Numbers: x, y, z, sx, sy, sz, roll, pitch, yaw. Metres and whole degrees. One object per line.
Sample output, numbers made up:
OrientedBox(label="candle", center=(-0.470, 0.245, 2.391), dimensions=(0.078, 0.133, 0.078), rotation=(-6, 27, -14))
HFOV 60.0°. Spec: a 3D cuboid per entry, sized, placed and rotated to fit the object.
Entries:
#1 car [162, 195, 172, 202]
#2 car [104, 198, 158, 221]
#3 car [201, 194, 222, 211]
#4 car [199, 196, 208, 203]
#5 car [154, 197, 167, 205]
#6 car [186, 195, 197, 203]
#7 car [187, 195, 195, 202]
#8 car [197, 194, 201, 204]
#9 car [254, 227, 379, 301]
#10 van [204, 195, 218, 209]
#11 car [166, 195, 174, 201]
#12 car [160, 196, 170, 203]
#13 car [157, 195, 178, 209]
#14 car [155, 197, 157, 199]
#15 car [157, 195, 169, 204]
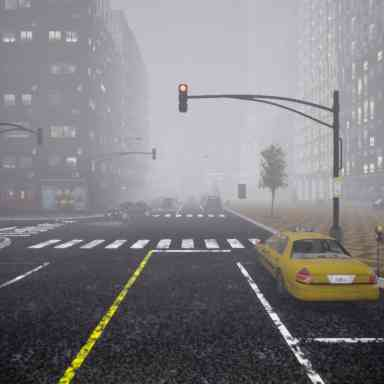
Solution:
OrientedBox(label="car", center=(-5.924, 1.517, 79.169), dimensions=(1.967, 1.590, 4.097), rotation=(0, 0, 0))
OrientedBox(label="car", center=(-5.316, 1.545, 28.316), dimensions=(1.837, 1.490, 4.892), rotation=(2, 1, 29))
OrientedBox(label="car", center=(2.568, 1.332, 40.507), dimensions=(2.192, 1.841, 5.009), rotation=(0, 0, 0))
OrientedBox(label="car", center=(2.473, 1.611, 73.667), dimensions=(1.887, 1.381, 4.507), rotation=(0, 0, 0))
OrientedBox(label="car", center=(-5.875, 1.592, 62.588), dimensions=(1.887, 1.381, 4.507), rotation=(0, 0, 0))
OrientedBox(label="car", center=(-0.202, 1.612, 69.692), dimensions=(1.994, 1.385, 4.181), rotation=(0, 0, 0))
OrientedBox(label="car", center=(-0.230, 1.469, 79.693), dimensions=(1.882, 1.535, 5.008), rotation=(0, 0, 0))
OrientedBox(label="car", center=(2.504, 1.362, 62.613), dimensions=(2.192, 1.841, 5.009), rotation=(0, 0, 0))
OrientedBox(label="car", center=(2.663, 1.526, 8.264), dimensions=(1.752, 1.417, 4.829), rotation=(0, 0, 0))
OrientedBox(label="van", center=(2.552, 1.364, 46.033), dimensions=(1.690, 1.788, 3.998), rotation=(0, 0, 0))
OrientedBox(label="car", center=(-5.954, 1.624, 90.052), dimensions=(1.752, 1.417, 4.829), rotation=(0, 0, 0))
OrientedBox(label="car", center=(-5.907, 1.648, 73.643), dimensions=(1.802, 1.307, 4.206), rotation=(0, 0, 0))
OrientedBox(label="car", center=(-3.230, 1.529, 45.501), dimensions=(1.837, 1.490, 4.892), rotation=(0, -1, 0))
OrientedBox(label="car", center=(-5.810, 1.568, 40.483), dimensions=(2.008, 1.369, 4.403), rotation=(0, 0, 0))
OrientedBox(label="car", center=(-5.892, 1.497, 68.116), dimensions=(1.967, 1.590, 4.097), rotation=(0, 0, 0))
